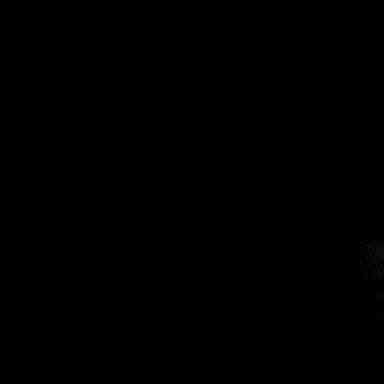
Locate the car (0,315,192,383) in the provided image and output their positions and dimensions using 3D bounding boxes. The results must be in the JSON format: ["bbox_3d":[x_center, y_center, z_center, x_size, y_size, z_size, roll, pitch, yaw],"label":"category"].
[{"bbox_3d":[-2.174,1.481,1.213,4.902,1.511,2.128,1,0,-36],"label":"car"}]
